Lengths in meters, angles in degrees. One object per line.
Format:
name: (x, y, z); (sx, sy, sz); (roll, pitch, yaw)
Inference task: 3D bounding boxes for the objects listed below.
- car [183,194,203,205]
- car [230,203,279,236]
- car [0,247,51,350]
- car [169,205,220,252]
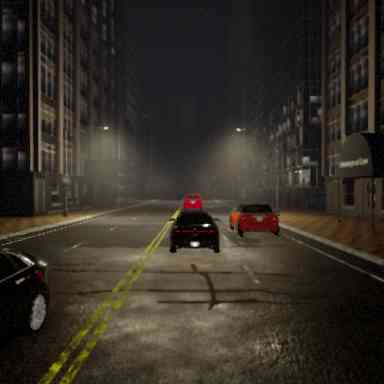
car: (0.102, 1.266, 38.499); (2.150, 2.045, 5.566); (0, 0, 0)
car: (3.354, 1.377, 18.634); (2.097, 1.767, 4.553); (0, 0, 0)
car: (-3.349, 1.511, 3.899); (1.837, 1.490, 4.892); (0, 0, 0)
car: (0.101, 1.528, 13.942); (1.837, 1.490, 4.892); (0, 0, 0)
